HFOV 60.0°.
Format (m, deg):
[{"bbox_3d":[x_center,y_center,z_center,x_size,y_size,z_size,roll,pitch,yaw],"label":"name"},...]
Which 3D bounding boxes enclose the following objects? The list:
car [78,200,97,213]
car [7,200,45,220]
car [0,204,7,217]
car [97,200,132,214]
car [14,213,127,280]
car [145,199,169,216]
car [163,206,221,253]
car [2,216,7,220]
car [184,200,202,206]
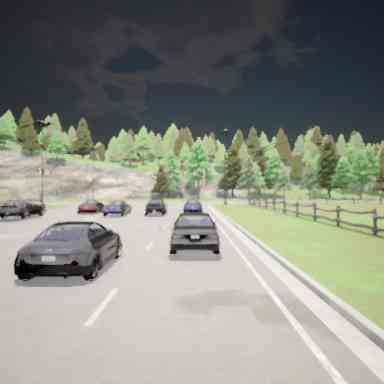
[{"bbox_3d":[-10.399,1.486,34.746,1.994,1.385,4.181,0,0,0],"label":"car"},{"bbox_3d":[-13.900,1.430,27.542,2.128,1.511,4.902,0,0,0],"label":"car"},{"bbox_3d":[-10.400,1.321,14.341,2.097,1.767,4.553,0,0,0],"label":"car"},{"bbox_3d":[-6.898,1.478,31.019,2.033,1.411,5.357,0,0,0],"label":"car"},{"bbox_3d":[-3.400,1.542,9.888,1.994,1.385,4.181,0,0,0],"label":"car"},{"bbox_3d":[-3.399,1.432,32.249,1.837,1.490,4.892,0,0,0],"label":"car"},{"bbox_3d":[0.101,1.517,13.413,2.033,1.411,5.357,0,0,0],"label":"car"},{"bbox_3d":[-6.900,1.545,8.390,1.994,1.385,4.181,0,0,0],"label":"car"},{"bbox_3d":[0.101,1.487,34.568,1.994,1.385,4.181,0,0,0],"label":"car"}]
